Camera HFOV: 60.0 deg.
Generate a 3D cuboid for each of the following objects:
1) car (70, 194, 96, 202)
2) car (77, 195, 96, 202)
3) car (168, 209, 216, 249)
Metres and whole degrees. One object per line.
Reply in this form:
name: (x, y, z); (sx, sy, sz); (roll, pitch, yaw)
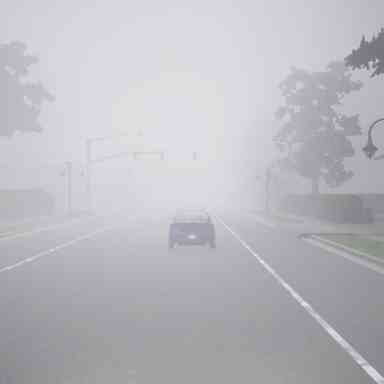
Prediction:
car: (-23.312, 1.293, 70.175); (4.611, 1.667, 2.242); (0, 0, 1)
car: (-24.029, 1.454, 75.925); (3.806, 1.475, 1.970); (0, 0, 1)
car: (0.000, 1.484, 14.650); (1.882, 1.535, 5.008); (0, 0, 0)
